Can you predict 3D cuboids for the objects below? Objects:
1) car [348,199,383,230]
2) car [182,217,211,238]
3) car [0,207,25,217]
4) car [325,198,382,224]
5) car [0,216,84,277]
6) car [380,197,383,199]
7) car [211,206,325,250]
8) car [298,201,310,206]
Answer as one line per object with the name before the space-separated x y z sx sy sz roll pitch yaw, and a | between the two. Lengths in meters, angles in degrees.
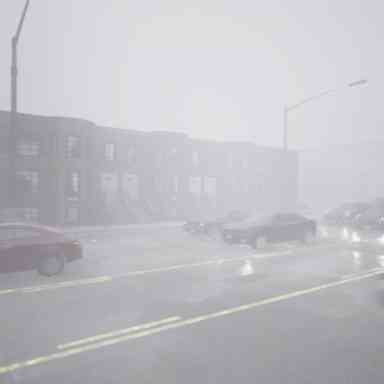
car | 12.332 1.548 21.082 4.553 1.767 2.097 1 -1 -35
car | 1.826 1.695 18.055 4.718 1.301 1.895 1 -1 -35
car | -7.778 1.341 11.376 4.553 1.767 2.097 1 0 -34
car | 11.973 1.560 25.011 4.553 1.767 2.097 1 0 -35
car | -5.301 1.523 8.832 4.674 1.442 1.812 1 0 -35
car | 16.520 1.481 28.200 5.566 2.045 2.150 1 0 -35
car | 3.542 1.574 14.979 5.008 1.535 1.882 1 -1 -35
car | 13.192 1.786 42.643 5.357 1.411 2.033 5 -3 -41
